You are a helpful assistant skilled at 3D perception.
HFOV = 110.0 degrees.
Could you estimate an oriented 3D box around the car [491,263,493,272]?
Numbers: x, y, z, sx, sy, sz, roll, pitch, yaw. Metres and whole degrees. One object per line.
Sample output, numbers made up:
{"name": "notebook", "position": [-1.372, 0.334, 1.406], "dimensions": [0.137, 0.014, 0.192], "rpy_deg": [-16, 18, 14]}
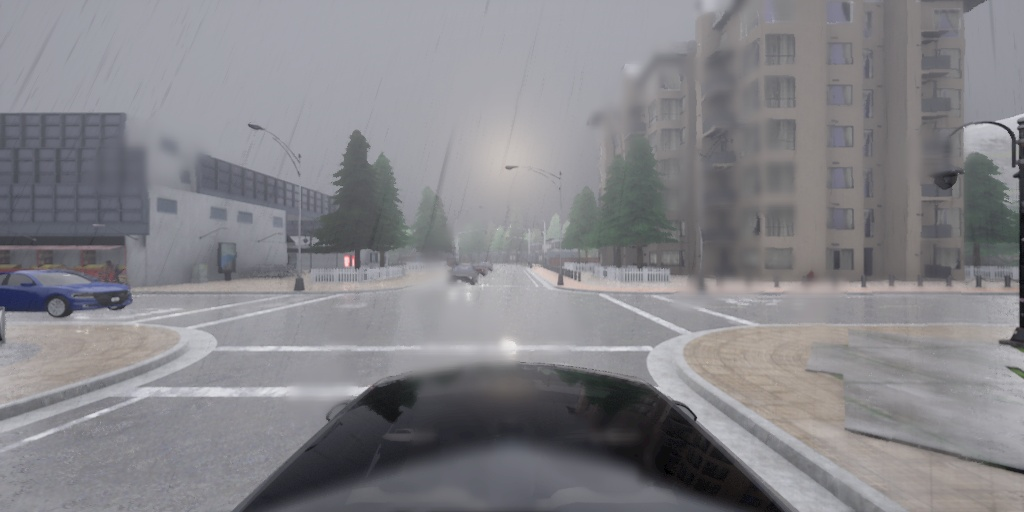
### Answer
{"name": "car", "position": [-3.564, 1.420, 48.938], "dimensions": [2.033, 1.411, 5.357], "rpy_deg": [0, 0, 0]}

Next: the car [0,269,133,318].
{"name": "car", "position": [-16.294, 1.240, 12.497], "dimensions": [5.008, 1.535, 1.882], "rpy_deg": [0, 0, 1]}

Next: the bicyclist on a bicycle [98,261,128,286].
{"name": "bicyclist on a bicycle", "position": [-22.374, 1.083, 20.040], "dimensions": [0.582, 1.620, 1.656], "rpy_deg": [0, 0, 1]}

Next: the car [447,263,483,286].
{"name": "car", "position": [-3.494, 1.362, 26.344], "dimensions": [2.033, 1.411, 5.357], "rpy_deg": [0, 0, -2]}

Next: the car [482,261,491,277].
{"name": "car", "position": [-3.603, 1.443, 37.448], "dimensions": [1.895, 1.301, 4.718], "rpy_deg": [0, 0, 0]}
